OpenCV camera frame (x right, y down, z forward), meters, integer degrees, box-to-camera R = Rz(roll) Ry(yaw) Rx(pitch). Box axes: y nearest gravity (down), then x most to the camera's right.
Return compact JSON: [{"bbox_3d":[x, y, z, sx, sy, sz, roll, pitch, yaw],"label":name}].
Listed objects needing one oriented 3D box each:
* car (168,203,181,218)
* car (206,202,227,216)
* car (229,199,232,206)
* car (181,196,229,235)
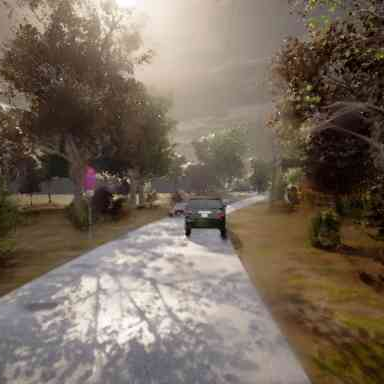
[{"bbox_3d":[-0.941,1.716,31.389,1.994,1.385,4.181,0,-1,7],"label":"car"},{"bbox_3d":[2.784,1.822,37.113,1.994,1.385,4.181,0,-1,8],"label":"car"},{"bbox_3d":[7.522,2.217,72.713,1.837,1.490,4.892,1,0,16],"label":"car"},{"bbox_3d":[0.828,1.267,19.132,2.150,2.045,5.566,0,0,4],"label":"car"}]
